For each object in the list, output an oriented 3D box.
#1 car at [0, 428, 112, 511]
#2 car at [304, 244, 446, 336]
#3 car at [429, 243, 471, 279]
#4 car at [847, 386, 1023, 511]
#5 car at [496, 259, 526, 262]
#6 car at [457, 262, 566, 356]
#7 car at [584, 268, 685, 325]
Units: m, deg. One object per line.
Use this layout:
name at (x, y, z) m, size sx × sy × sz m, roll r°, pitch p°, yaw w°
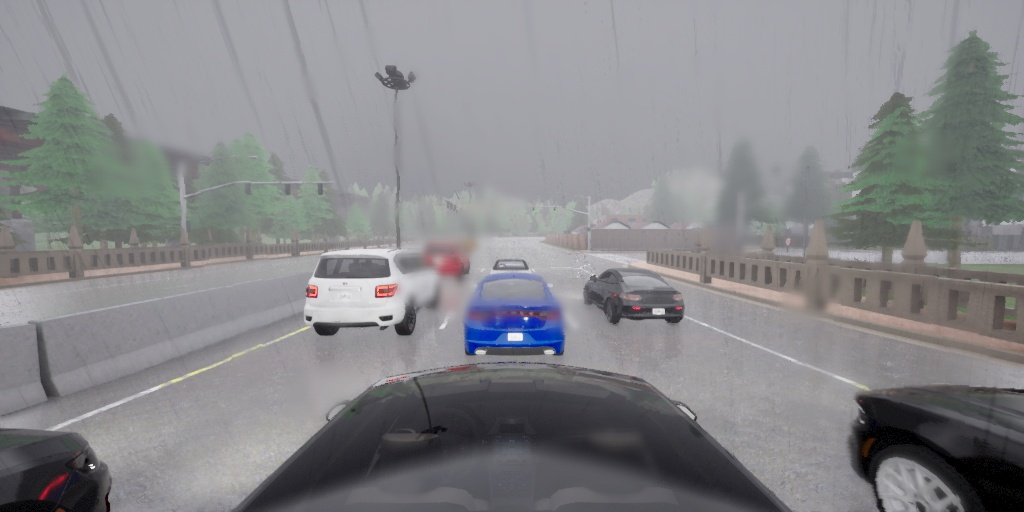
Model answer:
car at (-3.390, 1.254, 0.163) m, size 1.837 × 1.490 × 4.892 m, roll 0°, pitch 0°, yaw -1°
car at (-3.478, 0.803, 10.048) m, size 2.150 × 2.045 × 5.566 m, roll 0°, pitch 2°, yaw -1°
car at (-3.590, 0.257, 20.058) m, size 2.150 × 2.045 × 5.566 m, roll 0°, pitch 3°, yaw -1°
car at (3.607, 1.228, 0.748) m, size 1.882 × 1.535 × 5.008 m, roll 0°, pitch 0°, yaw 0°
car at (-0.064, 0.783, 17.670) m, size 1.895 × 1.301 × 4.718 m, roll 0°, pitch 3°, yaw -1°
car at (0.036, 1.114, 8.416) m, size 1.882 × 1.535 × 5.008 m, roll 0°, pitch 2°, yaw 0°
car at (3.510, 1.074, 10.935) m, size 1.812 × 1.442 × 4.674 m, roll 0°, pitch 2°, yaw -1°
